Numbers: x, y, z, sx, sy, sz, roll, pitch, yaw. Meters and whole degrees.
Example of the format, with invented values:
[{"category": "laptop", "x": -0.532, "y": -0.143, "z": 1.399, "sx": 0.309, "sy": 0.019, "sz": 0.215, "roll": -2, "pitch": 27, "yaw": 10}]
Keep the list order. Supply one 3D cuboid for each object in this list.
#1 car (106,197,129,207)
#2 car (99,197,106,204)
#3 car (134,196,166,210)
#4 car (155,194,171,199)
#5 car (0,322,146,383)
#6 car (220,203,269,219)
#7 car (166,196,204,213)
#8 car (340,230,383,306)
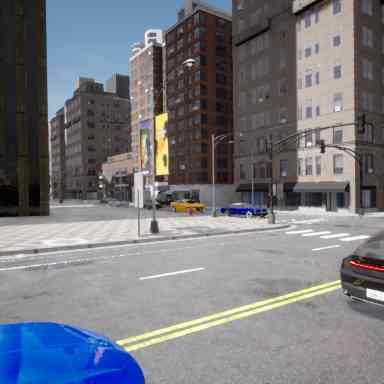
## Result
[{"category": "car", "x": -12.004, "y": 1.796, "z": 54.684, "sx": 1.895, "sy": 1.301, "sz": 4.718, "roll": -1, "pitch": 0, "yaw": -35}, {"category": "car", "x": -17.217, "y": 1.740, "z": 67.568, "sx": 2.033, "sy": 1.411, "sz": 5.357, "roll": -1, "pitch": 0, "yaw": -35}, {"category": "car", "x": -6.241, "y": 1.706, "z": 46.440, "sx": 2.033, "sy": 1.411, "sz": 5.357, "roll": -1, "pitch": 0, "yaw": -35}, {"category": "car", "x": -4.908, "y": 1.331, "z": 50.082, "sx": 2.150, "sy": 2.045, "sz": 5.566, "roll": -1, "pitch": 0, "yaw": -35}, {"category": "car", "x": -2.596, "y": 1.478, "z": 1.589, "sx": 5.008, "sy": 1.535, "sz": 1.882, "roll": 0, "pitch": 0, "yaw": -35}, {"category": "car", "x": 4.798, "y": 1.694, "z": 30.753, "sx": 1.895, "sy": 1.301, "sz": 4.718, "roll": -1, "pitch": 0, "yaw": -35}, {"category": "car", "x": -0.556, "y": 1.602, "z": 38.357, "sx": 1.882, "sy": 1.535, "sz": 5.008, "roll": -1, "pitch": 0, "yaw": -35}, {"category": "car", "x": 5.095, "y": 1.504, "z": 7.078, "sx": 4.892, "sy": 1.490, "sz": 1.837, "roll": 0, "pitch": 0, "yaw": -36}]
